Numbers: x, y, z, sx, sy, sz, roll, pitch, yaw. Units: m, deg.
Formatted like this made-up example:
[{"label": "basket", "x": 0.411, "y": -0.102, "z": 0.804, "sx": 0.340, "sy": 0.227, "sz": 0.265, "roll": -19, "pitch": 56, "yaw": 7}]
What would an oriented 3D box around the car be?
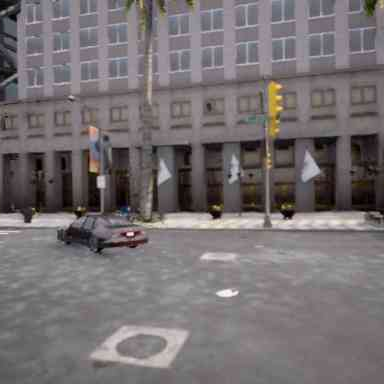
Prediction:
[{"label": "car", "x": -4.031, "y": 1.669, "z": 14.356, "sx": 2.033, "sy": 1.411, "sz": 5.357, "roll": -1, "pitch": 0, "yaw": -43}]
